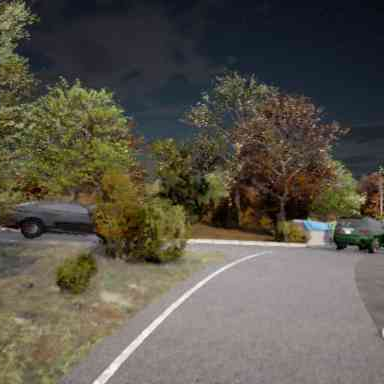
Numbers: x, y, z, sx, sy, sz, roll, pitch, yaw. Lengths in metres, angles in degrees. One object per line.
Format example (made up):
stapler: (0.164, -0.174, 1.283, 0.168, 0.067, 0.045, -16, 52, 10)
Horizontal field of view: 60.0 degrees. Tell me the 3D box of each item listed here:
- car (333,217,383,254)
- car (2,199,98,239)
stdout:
car: (10.863, 2.697, 20.589, 5.566, 2.045, 2.150, 9, -8, -40)
car: (-4.597, 1.068, 12.684, 4.674, 1.442, 1.812, 7, -5, -23)
